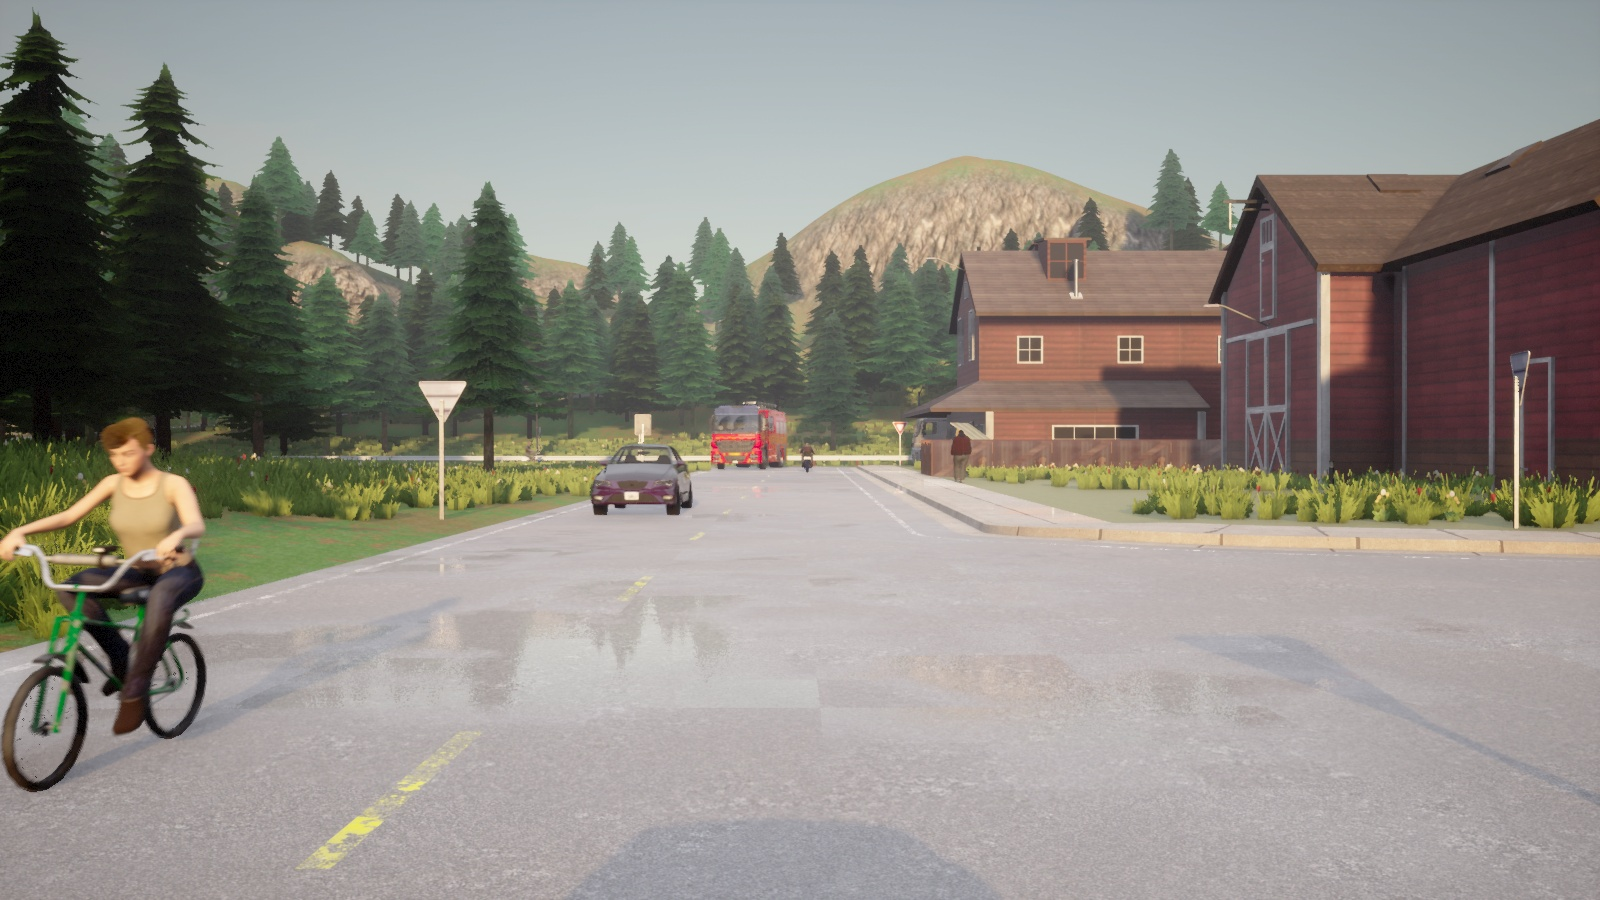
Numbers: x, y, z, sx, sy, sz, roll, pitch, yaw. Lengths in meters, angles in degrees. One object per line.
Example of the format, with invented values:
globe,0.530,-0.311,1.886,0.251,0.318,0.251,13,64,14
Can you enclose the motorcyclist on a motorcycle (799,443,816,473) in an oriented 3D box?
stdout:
motorcyclist on a motorcycle,0.373,0.417,64.653,0.866,1.530,2.191,0,0,0

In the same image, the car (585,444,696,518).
car,-3.335,0.605,26.954,1.816,1.474,4.193,0,0,0

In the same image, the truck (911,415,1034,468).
truck,11.552,-0.564,84.684,7.936,3.462,2.891,0,0,0

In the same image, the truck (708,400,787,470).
truck,-2.893,-0.832,72.373,2.891,3.827,8.468,0,0,9

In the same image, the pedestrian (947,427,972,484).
pedestrian,5.280,0.172,41.514,0.634,1.844,0.899,0,0,-5

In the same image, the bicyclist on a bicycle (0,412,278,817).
bicyclist on a bicycle,-3.220,0.647,5.807,0.866,1.612,1.509,1,0,4
